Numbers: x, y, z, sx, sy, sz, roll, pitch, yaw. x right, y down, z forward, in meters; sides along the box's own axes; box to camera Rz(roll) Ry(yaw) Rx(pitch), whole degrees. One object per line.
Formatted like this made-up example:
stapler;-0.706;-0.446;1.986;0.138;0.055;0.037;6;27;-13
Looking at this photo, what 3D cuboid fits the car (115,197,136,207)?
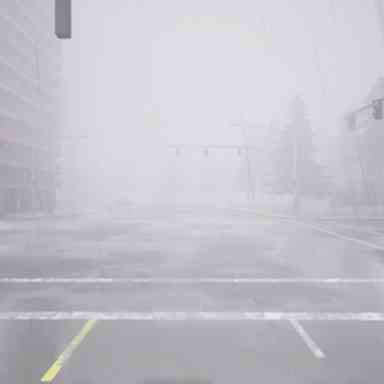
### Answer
car;-10.397;1.587;51.643;1.812;1.442;4.674;0;1;-34
